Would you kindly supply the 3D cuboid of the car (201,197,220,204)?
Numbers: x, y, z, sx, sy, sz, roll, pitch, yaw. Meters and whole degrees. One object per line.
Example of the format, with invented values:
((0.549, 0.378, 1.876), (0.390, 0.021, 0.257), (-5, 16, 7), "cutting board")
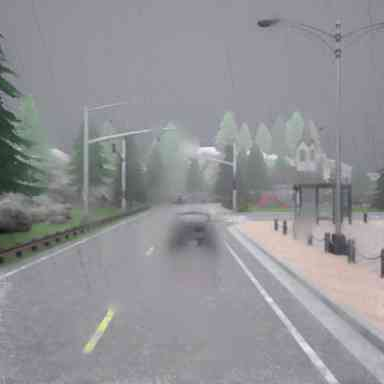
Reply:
((4.270, 1.908, 75.652), (2.033, 1.411, 5.357), (0, 0, 42), "car")

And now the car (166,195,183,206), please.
((-3.201, 1.518, 60.830), (2.150, 2.045, 5.566), (-1, 0, 10), "car")

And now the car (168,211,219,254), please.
((0.061, 1.573, 13.906), (1.837, 1.490, 4.892), (0, 0, 0), "car")
